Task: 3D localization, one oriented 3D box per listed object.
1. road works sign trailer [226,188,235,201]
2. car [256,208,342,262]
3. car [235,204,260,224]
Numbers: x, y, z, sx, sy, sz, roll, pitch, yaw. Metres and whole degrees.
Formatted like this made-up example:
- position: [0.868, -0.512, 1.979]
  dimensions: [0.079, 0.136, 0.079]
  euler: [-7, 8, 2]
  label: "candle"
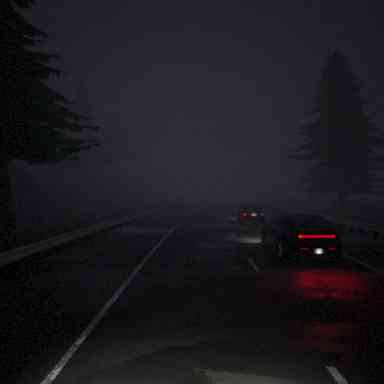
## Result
- position: [10.809, 0.680, 91.751]
  dimensions: [2.380, 3.560, 2.880]
  euler: [0, 0, 15]
  label: "road works sign trailer"
- position: [3.804, 1.533, 12.269]
  dimensions: [1.837, 1.490, 4.892]
  euler: [0, -1, 1]
  label: "car"
- position: [4.367, 1.608, 25.194]
  dimensions: [2.033, 1.411, 5.357]
  euler: [0, 0, 4]
  label: "car"
